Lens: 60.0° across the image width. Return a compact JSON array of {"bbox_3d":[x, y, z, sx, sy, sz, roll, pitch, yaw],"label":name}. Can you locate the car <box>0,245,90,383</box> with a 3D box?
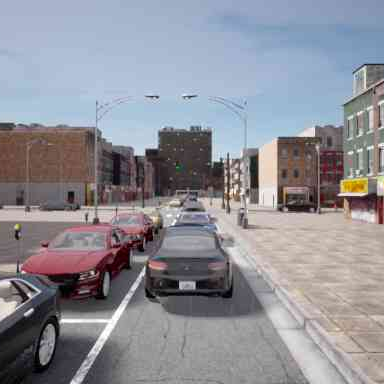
[{"bbox_3d":[-2.628,1.552,2.942,2.008,1.369,4.403,0,0,0],"label":"car"}]

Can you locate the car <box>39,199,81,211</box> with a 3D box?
[{"bbox_3d":[-14.473,1.505,36.536,4.181,1.385,1.994,0,0,0],"label":"car"}]

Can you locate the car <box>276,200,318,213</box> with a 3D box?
[{"bbox_3d":[12.521,1.685,39.575,5.008,1.535,1.882,1,0,0],"label":"car"}]

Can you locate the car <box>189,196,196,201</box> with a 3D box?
[{"bbox_3d":[0.164,1.817,92.089,1.895,1.301,4.718,0,0,0],"label":"car"}]

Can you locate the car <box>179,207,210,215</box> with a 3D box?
[{"bbox_3d":[0.123,1.611,15.996,1.895,1.301,4.718,0,0,0],"label":"car"}]

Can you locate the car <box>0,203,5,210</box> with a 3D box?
[{"bbox_3d":[-23.224,1.383,36.508,4.892,1.490,1.837,0,0,0],"label":"car"}]

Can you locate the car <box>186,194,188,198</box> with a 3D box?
[{"bbox_3d":[-2.496,1.695,78.431,1.752,1.417,4.829,0,0,0],"label":"car"}]

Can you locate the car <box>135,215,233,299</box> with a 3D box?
[{"bbox_3d":[-0.040,1.529,8.332,1.812,1.442,4.674,0,0,1],"label":"car"}]

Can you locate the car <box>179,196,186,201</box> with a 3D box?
[{"bbox_3d":[-2.476,1.757,89.490,1.887,1.381,4.507,0,0,0],"label":"car"}]

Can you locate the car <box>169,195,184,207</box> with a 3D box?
[{"bbox_3d":[-2.544,1.606,51.212,1.752,1.417,4.829,0,0,0],"label":"car"}]

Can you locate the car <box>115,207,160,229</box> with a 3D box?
[{"bbox_3d":[-2.609,1.553,13.931,1.887,1.381,4.507,0,0,0],"label":"car"}]

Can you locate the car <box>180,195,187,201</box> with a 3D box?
[{"bbox_3d":[-2.466,1.672,94.935,1.967,1.590,4.097,0,0,0],"label":"car"}]

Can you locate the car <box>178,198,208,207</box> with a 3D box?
[{"bbox_3d":[0.215,1.533,26.899,1.837,1.490,4.892,0,0,3],"label":"car"}]

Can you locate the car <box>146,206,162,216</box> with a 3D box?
[{"bbox_3d":[-2.600,1.540,19.255,1.752,1.417,4.829,0,0,0],"label":"car"}]

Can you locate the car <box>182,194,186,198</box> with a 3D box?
[{"bbox_3d":[-2.533,1.411,56.826,2.192,1.841,5.009,0,0,0],"label":"car"}]

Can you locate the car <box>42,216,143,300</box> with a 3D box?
[{"bbox_3d":[-2.619,1.548,8.436,1.887,1.381,4.507,0,0,0],"label":"car"}]

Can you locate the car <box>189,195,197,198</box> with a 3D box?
[{"bbox_3d":[0.146,1.539,81.908,2.097,1.767,4.553,0,0,0],"label":"car"}]
